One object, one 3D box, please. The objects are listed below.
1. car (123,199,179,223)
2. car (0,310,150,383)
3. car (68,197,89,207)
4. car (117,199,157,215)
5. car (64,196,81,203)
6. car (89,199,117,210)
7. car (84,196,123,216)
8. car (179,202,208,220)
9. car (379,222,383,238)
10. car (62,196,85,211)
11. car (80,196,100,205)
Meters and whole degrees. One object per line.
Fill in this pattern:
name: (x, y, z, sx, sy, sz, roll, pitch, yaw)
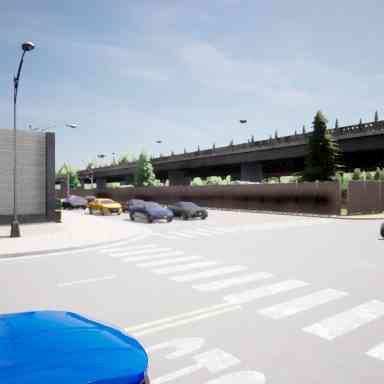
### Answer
car: (-3.193, 1.470, 25.025, 1.812, 1.442, 4.674, 0, 0, -36)
car: (-2.609, 1.478, 1.913, 5.008, 1.535, 1.882, 0, 0, -36)
car: (-17.429, 1.470, 51.082, 1.812, 1.442, 4.674, 0, 0, -35)
car: (-5.897, 1.492, 34.832, 2.033, 1.411, 5.357, 0, 0, -35)
car: (-23.742, 1.469, 65.957, 1.812, 1.442, 4.674, 0, 0, -36)
car: (-11.468, 1.545, 42.640, 1.895, 1.301, 4.718, 0, 0, -35)
car: (-8.561, 1.422, 32.529, 1.882, 1.535, 5.008, 0, 0, -36)
car: (-0.531, 1.508, 27.316, 1.994, 1.385, 4.181, 0, 0, -36)
car: (10.874, 1.540, 16.039, 4.181, 1.385, 1.994, 0, 0, -35)
car: (-14.408, 1.492, 40.716, 2.033, 1.411, 5.357, 0, 0, -35)
car: (-17.814, 1.422, 57.839, 1.882, 1.535, 5.008, 0, 0, -36)
